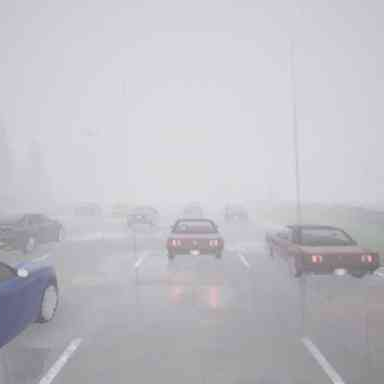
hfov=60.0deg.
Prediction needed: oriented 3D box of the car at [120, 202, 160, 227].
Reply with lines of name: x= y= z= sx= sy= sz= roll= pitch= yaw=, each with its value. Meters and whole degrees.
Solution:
car: x=-3.401 y=1.671 z=23.902 sx=2.033 sy=1.411 sz=5.357 roll=0 pitch=0 yaw=0

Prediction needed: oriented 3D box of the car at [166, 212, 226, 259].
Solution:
car: x=0.099 y=1.668 z=12.922 sx=1.895 sy=1.301 sz=4.718 roll=0 pitch=0 yaw=0

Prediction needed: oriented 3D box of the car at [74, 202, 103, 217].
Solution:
car: x=-10.407 y=1.698 z=33.476 sx=1.812 sy=1.442 sz=4.674 roll=0 pitch=0 yaw=0

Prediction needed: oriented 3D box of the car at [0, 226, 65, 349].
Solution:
car: x=-3.401 y=1.500 z=4.189 sx=1.882 sy=1.535 sz=5.008 roll=0 pitch=0 yaw=0

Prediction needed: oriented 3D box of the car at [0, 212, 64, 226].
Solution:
car: x=-6.901 y=1.578 z=13.760 sx=1.837 sy=1.490 sz=4.892 roll=0 pitch=0 yaw=0

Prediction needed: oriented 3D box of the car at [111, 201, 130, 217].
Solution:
car: x=-6.914 y=1.654 z=34.103 sx=1.882 sy=1.535 sz=5.008 roll=0 pitch=0 yaw=0

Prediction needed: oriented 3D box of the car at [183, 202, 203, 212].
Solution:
car: x=0.093 y=1.698 z=33.478 sx=1.812 sy=1.442 sz=4.674 roll=0 pitch=0 yaw=0

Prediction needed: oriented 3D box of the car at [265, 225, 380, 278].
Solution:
car: x=3.599 y=1.655 z=10.269 sx=1.895 sy=1.301 sz=4.718 roll=0 pitch=0 yaw=0

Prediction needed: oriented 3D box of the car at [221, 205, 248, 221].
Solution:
car: x=3.598 y=1.751 z=28.981 sx=1.895 sy=1.301 sz=4.718 roll=0 pitch=0 yaw=0
